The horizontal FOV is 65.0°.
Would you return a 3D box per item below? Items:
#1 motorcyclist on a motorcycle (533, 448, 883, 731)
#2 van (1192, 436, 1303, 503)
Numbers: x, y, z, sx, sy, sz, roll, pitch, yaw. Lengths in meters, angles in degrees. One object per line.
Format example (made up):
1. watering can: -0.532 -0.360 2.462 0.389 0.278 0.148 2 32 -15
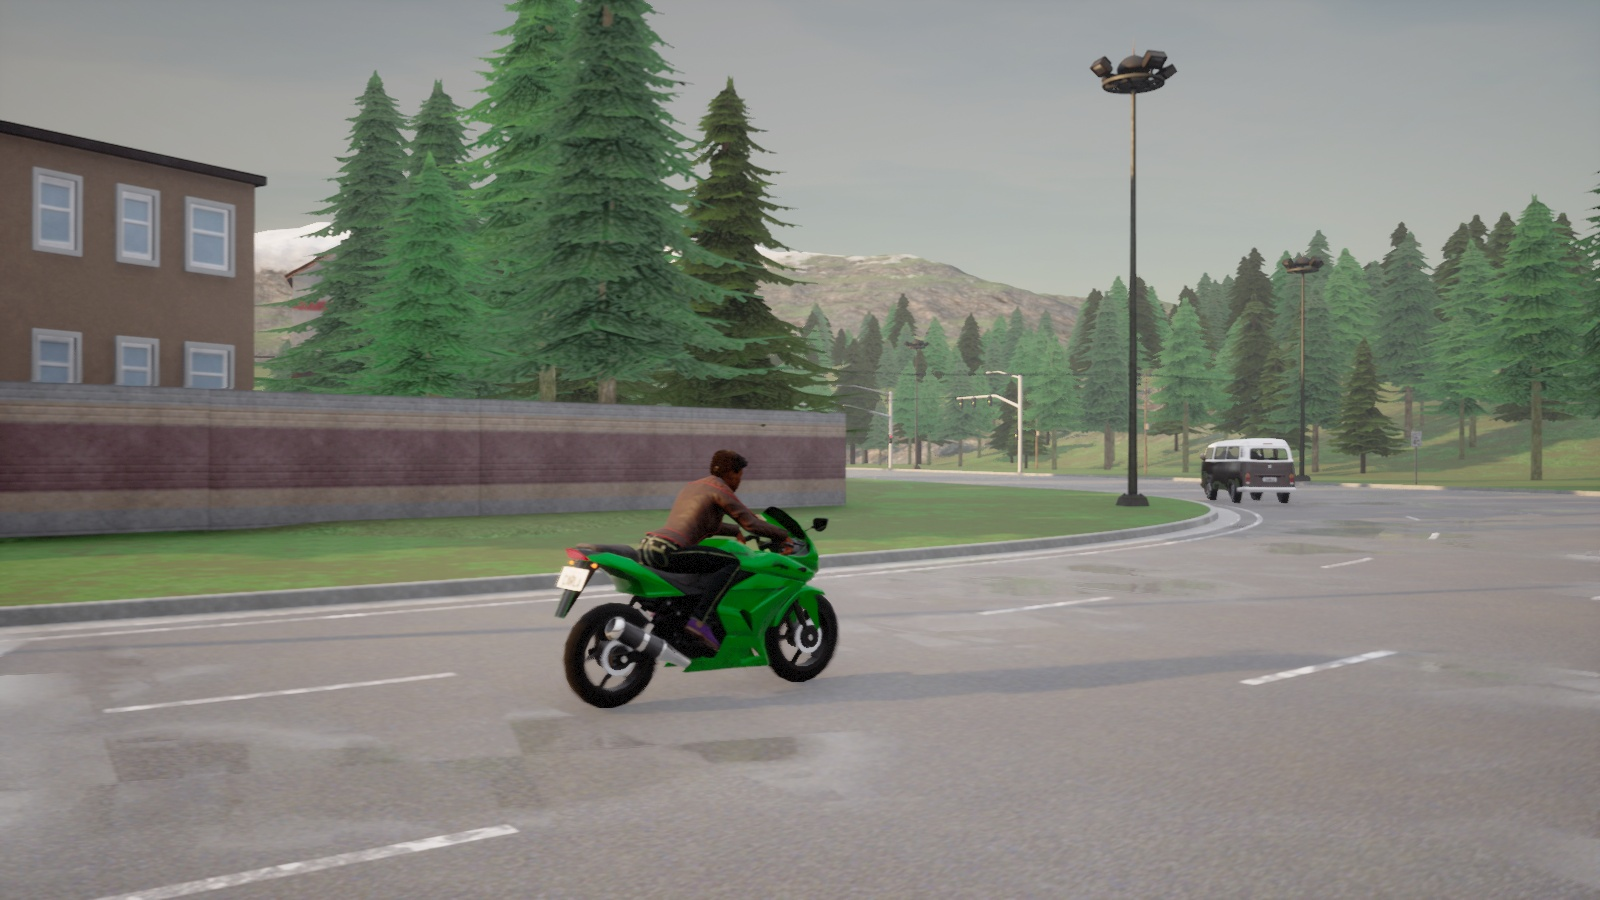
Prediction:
1. motorcyclist on a motorcycle: -0.524 0.756 7.719 2.044 1.523 0.797 0 0 -38
2. van: 14.474 0.601 40.913 2.069 2.038 4.480 0 0 1
